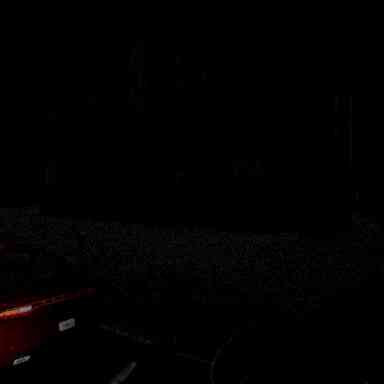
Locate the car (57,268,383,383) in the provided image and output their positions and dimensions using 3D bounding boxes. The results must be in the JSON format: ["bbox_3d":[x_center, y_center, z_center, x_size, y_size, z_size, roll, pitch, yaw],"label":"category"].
[{"bbox_3d":[1.212,1.440,2.208,4.097,1.590,1.967,0,1,35],"label":"car"}]

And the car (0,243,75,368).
[{"bbox_3d":[-3.388,1.527,5.487,4.507,1.381,1.887,0,1,35],"label":"car"}]
